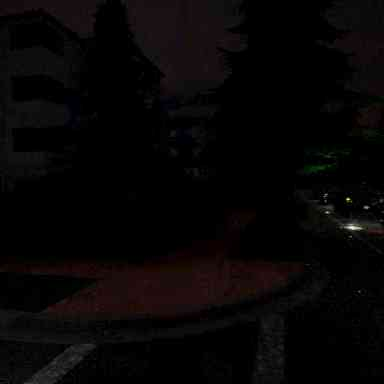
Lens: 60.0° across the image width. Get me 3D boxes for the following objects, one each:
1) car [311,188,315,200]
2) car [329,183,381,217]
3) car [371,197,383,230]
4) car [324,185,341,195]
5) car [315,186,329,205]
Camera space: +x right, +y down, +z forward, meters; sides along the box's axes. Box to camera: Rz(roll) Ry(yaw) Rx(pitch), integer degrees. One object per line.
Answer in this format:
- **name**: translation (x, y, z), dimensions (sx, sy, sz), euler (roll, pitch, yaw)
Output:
- **car**: translation (16.023, 0.175, 41.642), dimensions (2.033, 1.411, 5.357), euler (0, 2, 16)
- **car**: translation (10.724, 0.454, 21.764), dimensions (2.150, 2.045, 5.566), euler (-1, 1, 15)
- **car**: translation (7.879, 1.106, 11.015), dimensions (2.033, 1.411, 5.357), euler (-1, 2, 15)
- **car**: translation (23.534, -0.383, 55.763), dimensions (1.882, 1.535, 5.008), euler (-1, 1, 15)
- **car**: translation (13.380, 0.280, 31.749), dimensions (2.097, 1.767, 4.553), euler (0, 2, 15)
